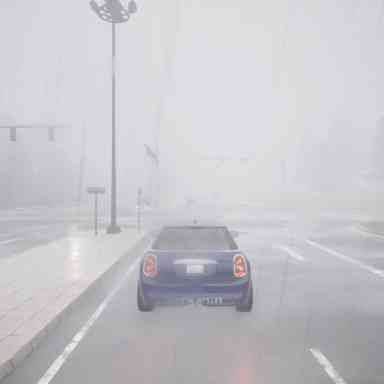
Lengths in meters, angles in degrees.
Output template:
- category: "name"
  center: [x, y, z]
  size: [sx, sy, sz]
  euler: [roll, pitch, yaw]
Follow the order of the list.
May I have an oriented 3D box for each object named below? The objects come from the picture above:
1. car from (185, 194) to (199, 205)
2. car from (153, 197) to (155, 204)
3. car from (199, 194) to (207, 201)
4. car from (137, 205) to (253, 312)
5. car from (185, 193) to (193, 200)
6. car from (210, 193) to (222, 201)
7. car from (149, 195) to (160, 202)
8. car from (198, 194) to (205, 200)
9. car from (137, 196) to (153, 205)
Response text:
- category: "car"
  center: [-0.176, 1.526, 54.699]
  size: [1.812, 1.442, 4.674]
  euler: [0, 0, -1]
- category: "car"
  center: [-8.389, 1.505, 66.249]
  size: [1.837, 1.490, 4.892]
  euler: [0, 0, 0]
- category: "car"
  center: [2.828, 1.513, 85.262]
  size: [1.812, 1.442, 4.674]
  euler: [0, 0, -1]
- category: "car"
  center: [0.069, 1.352, 7.880]
  size: [2.097, 1.767, 4.553]
  euler: [0, 0, 0]
- category: "car"
  center: [-0.840, 1.189, 95.559]
  size: [2.150, 2.045, 5.566]
  euler: [0, 0, -1]
- category: "car"
  center: [6.333, 1.215, 84.992]
  size: [2.150, 2.045, 5.566]
  euler: [0, 0, -1]
- category: "car"
  center: [-8.535, 1.540, 76.687]
  size: [2.033, 1.411, 5.357]
  euler: [0, 0, -1]
- category: "car"
  center: [2.660, 1.442, 95.586]
  size: [1.882, 1.535, 5.008]
  euler: [0, 0, -1]
- category: "car"
  center: [-8.299, 1.505, 57.040]
  size: [1.837, 1.490, 4.892]
  euler: [0, 0, -1]
